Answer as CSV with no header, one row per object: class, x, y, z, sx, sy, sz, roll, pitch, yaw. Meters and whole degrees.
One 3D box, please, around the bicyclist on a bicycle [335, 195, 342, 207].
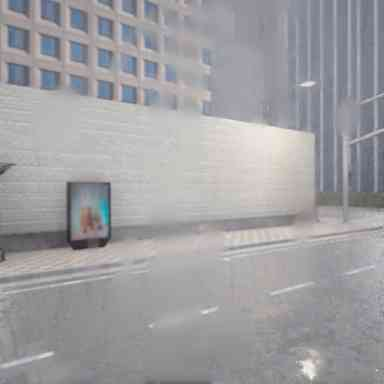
bicyclist on a bicycle,19.750,1.175,44.735,1.656,1.620,0.582,-1,0,-36
